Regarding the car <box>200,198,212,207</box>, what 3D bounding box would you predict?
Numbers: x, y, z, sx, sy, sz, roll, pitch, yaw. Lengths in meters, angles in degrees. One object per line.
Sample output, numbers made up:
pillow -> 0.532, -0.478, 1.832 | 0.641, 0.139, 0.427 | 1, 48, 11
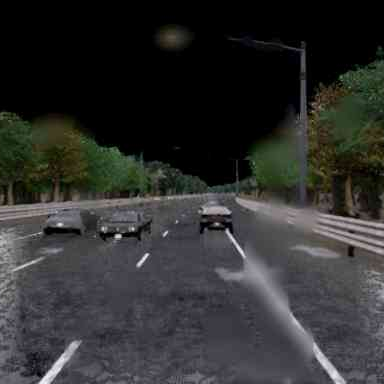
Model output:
car -> 2.375, 1.705, 54.489 | 1.812, 1.442, 4.674 | 0, 0, 5

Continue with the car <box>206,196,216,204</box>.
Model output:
car -> 3.945, 1.650, 70.185 | 1.812, 1.442, 4.674 | 0, 0, 7

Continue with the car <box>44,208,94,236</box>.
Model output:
car -> -6.580, 1.615, 18.744 | 1.994, 1.385, 4.181 | 0, 0, 2

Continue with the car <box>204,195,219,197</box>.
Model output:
car -> 2.107, 1.338, 35.725 | 2.150, 2.045, 5.566 | 0, 0, 3

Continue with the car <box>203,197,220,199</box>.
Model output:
car -> 1.798, 1.551, 29.985 | 1.801, 1.575, 5.366 | 0, 0, 3

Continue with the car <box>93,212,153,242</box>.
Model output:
car -> -3.148, 1.649, 16.710 | 1.895, 1.301, 4.718 | 0, 0, 2

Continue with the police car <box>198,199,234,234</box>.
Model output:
police car -> 1.390, 1.489, 20.067 | 1.930, 1.638, 5.238 | 0, 0, 2
